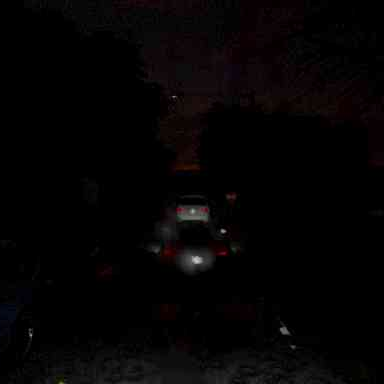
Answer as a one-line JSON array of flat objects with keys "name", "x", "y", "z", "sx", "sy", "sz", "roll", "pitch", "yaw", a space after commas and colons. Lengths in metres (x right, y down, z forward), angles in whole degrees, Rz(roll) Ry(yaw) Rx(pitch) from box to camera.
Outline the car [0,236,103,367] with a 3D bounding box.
[{"name": "car", "x": -3.098, "y": 1.565, "z": 6.034, "sx": 2.033, "sy": 1.411, "sz": 5.357, "roll": 0, "pitch": 0, "yaw": 0}]

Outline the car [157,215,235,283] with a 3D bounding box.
[{"name": "car", "x": 0.094, "y": 1.589, "z": 9.811, "sx": 1.994, "sy": 1.385, "sz": 4.181, "roll": 0, "pitch": 0, "yaw": 0}]

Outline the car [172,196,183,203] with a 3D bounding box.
[{"name": "car", "x": -2.982, "y": 1.585, "z": 68.873, "sx": 1.895, "sy": 1.301, "sz": 4.718, "roll": 0, "pitch": 0, "yaw": 0}]

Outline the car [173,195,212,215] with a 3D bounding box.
[{"name": "car", "x": 0.144, "y": 1.261, "z": 22.788, "sx": 2.150, "sy": 2.045, "sz": 5.566, "roll": 0, "pitch": -1, "yaw": 2}]
